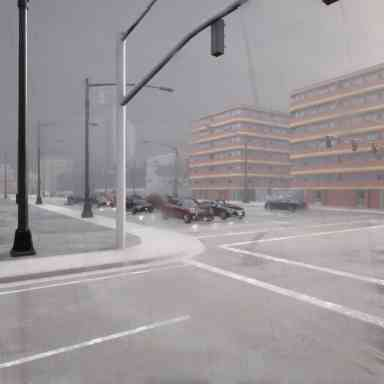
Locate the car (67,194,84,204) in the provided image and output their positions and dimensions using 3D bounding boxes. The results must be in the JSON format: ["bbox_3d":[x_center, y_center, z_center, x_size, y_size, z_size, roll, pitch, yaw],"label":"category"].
[{"bbox_3d":[-16.699,0.996,48.459,1.895,1.301,4.718,0,1,-34],"label":"car"}]

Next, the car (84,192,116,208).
[{"bbox_3d":[-10.906,1.069,39.911,2.128,1.511,4.902,0,1,-34],"label":"car"}]

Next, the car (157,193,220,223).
[{"bbox_3d":[-0.351,1.227,24.425,2.097,1.767,4.553,0,1,-34],"label":"car"}]

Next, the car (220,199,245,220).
[{"bbox_3d":[2.214,1.357,26.871,2.128,1.511,4.902,0,1,-35],"label":"car"}]

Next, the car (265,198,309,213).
[{"bbox_3d":[9.790,1.320,34.729,2.128,1.511,4.902,0,1,-34],"label":"car"}]

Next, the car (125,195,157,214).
[{"bbox_3d":[-5.210,1.317,31.554,1.994,1.385,4.181,0,1,-34],"label":"car"}]

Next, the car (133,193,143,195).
[{"bbox_3d":[-8.412,1.129,42.466,1.994,1.385,4.181,0,1,-34],"label":"car"}]

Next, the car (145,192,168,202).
[{"bbox_3d":[-6.211,0.866,58.038,1.837,1.490,4.892,0,1,-34],"label":"car"}]

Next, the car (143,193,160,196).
[{"bbox_3d":[-2.789,1.092,34.216,2.097,1.767,4.553,0,1,-34],"label":"car"}]
